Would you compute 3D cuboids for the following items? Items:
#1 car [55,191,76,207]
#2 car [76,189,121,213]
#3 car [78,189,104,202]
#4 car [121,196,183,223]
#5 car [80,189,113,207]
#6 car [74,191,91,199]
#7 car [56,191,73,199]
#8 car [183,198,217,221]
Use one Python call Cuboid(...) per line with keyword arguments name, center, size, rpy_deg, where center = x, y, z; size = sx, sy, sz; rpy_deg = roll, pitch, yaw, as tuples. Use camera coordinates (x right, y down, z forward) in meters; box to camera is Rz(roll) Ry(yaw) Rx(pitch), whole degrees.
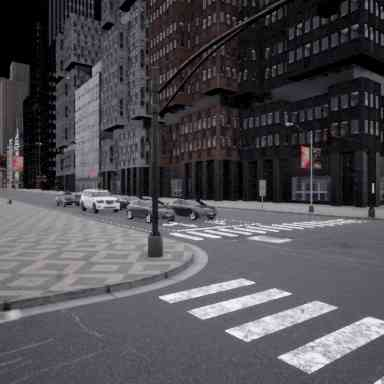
Cuboid(name="car", center=(-14.943, 0.991, 39.789), size=(2.033, 1.411, 5.357), rpy_deg=(0, 1, -36))
Cuboid(name="car", center=(-8.729, 0.819, 31.168), size=(2.150, 2.045, 5.566), rpy_deg=(0, 1, -36))
Cuboid(name="car", center=(-16.112, 0.484, 52.840), size=(2.150, 2.045, 5.566), rpy_deg=(0, 0, -36))
Cuboid(name="car", center=(-2.907, 1.244, 23.099), size=(1.837, 1.490, 4.892), rpy_deg=(0, 1, -36))
Cuboid(name="car", center=(-11.869, 0.672, 41.093), size=(2.150, 2.045, 5.566), rpy_deg=(0, 1, -35))
Cuboid(name="car", center=(-21.885, 0.564, 66.395), size=(1.812, 1.442, 4.674), rpy_deg=(0, 1, -36))
Cuboid(name="car", center=(-24.955, 0.532, 65.093), size=(1.837, 1.490, 4.892), rpy_deg=(0, 1, -36))
Cuboid(name="car", center=(-0.135, 1.244, 24.774), size=(1.837, 1.490, 4.892), rpy_deg=(0, 1, -37))
